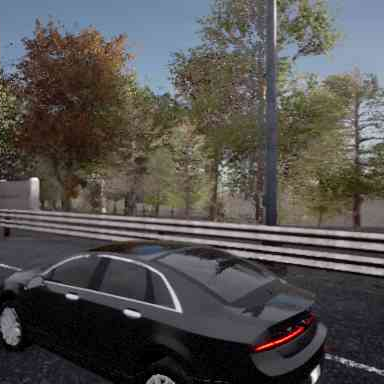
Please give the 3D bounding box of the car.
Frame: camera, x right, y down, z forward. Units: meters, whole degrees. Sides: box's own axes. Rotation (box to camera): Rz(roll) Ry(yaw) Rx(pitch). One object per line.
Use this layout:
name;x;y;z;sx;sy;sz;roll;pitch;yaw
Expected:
car;-0.814;1.424;4.494;4.892;1.490;1.837;0;0;37
